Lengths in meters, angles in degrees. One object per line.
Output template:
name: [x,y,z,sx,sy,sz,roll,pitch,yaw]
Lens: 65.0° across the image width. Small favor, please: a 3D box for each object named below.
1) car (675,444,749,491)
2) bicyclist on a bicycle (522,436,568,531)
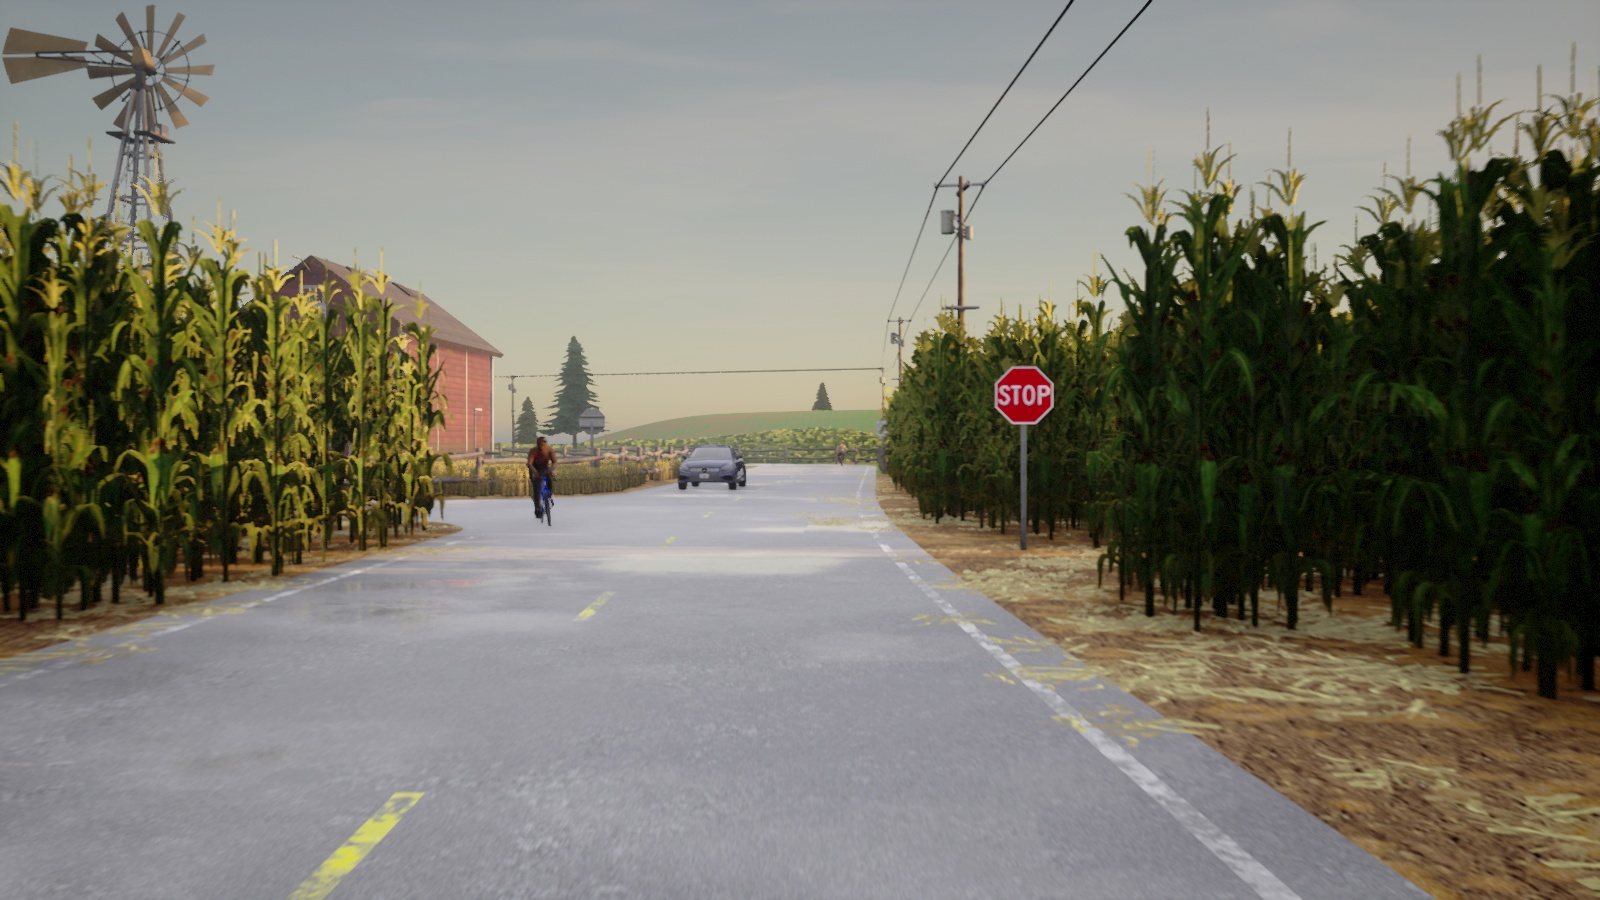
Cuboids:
car: [-2.816,0.538,41.254,1.812,1.442,4.674,0,0,4]
bicyclist on a bicycle: [-4.586,0.569,22.545,0.582,1.620,1.656,-3,1,-17]
